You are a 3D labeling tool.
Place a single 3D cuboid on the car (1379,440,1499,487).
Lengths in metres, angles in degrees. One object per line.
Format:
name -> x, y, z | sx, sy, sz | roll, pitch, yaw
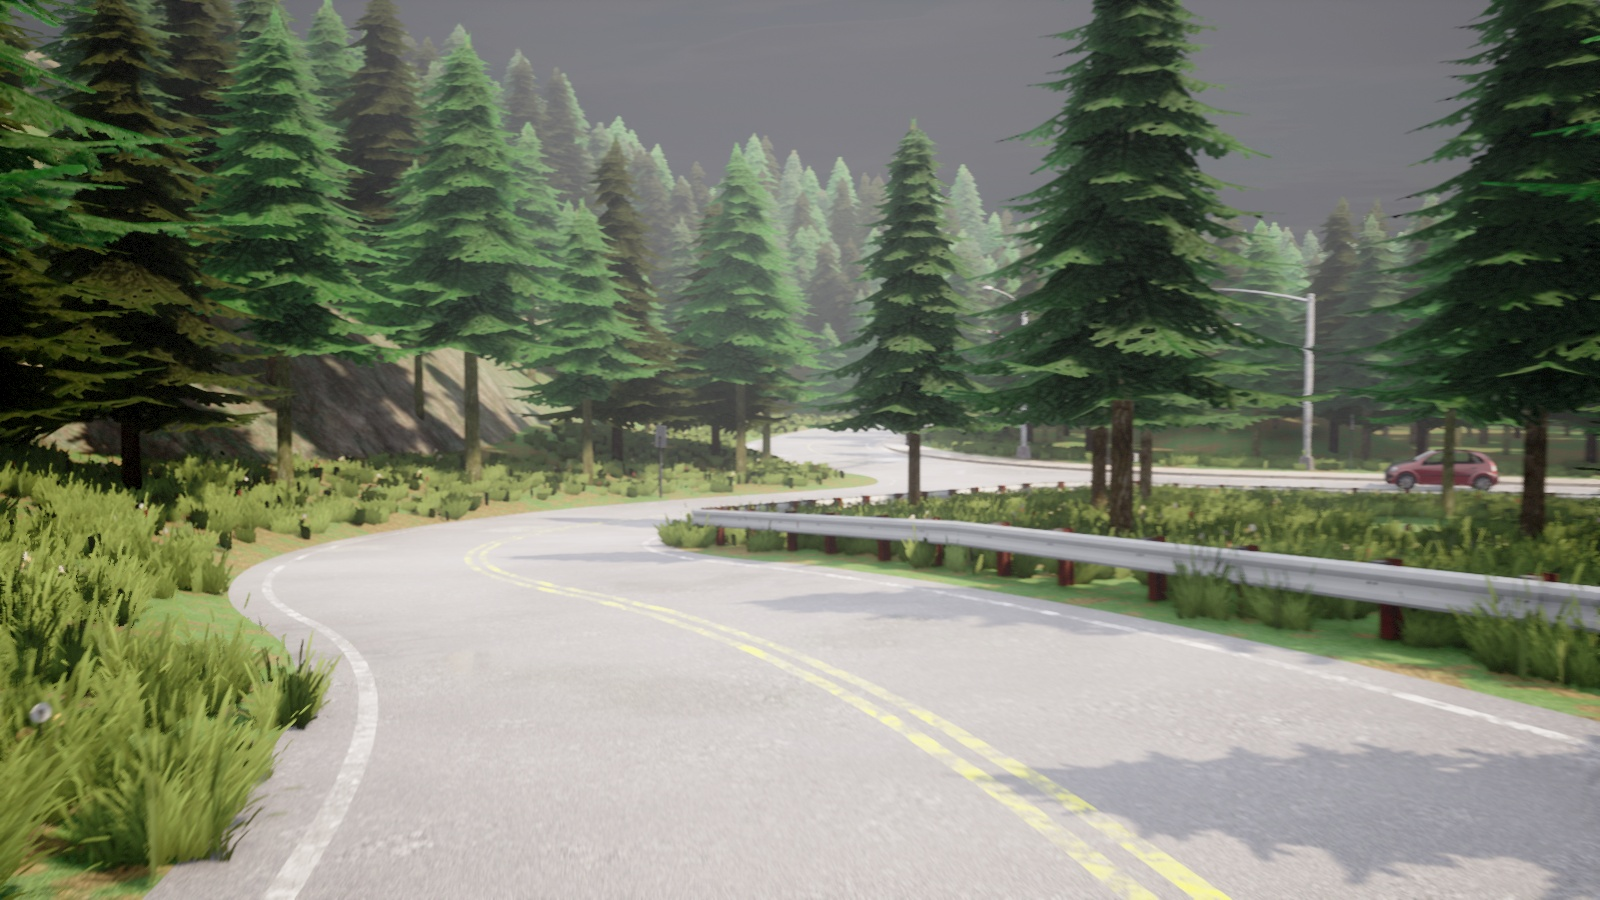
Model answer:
car -> 25.236, 0.510, 49.709 | 3.988, 1.617, 1.851 | 1, 4, 19
